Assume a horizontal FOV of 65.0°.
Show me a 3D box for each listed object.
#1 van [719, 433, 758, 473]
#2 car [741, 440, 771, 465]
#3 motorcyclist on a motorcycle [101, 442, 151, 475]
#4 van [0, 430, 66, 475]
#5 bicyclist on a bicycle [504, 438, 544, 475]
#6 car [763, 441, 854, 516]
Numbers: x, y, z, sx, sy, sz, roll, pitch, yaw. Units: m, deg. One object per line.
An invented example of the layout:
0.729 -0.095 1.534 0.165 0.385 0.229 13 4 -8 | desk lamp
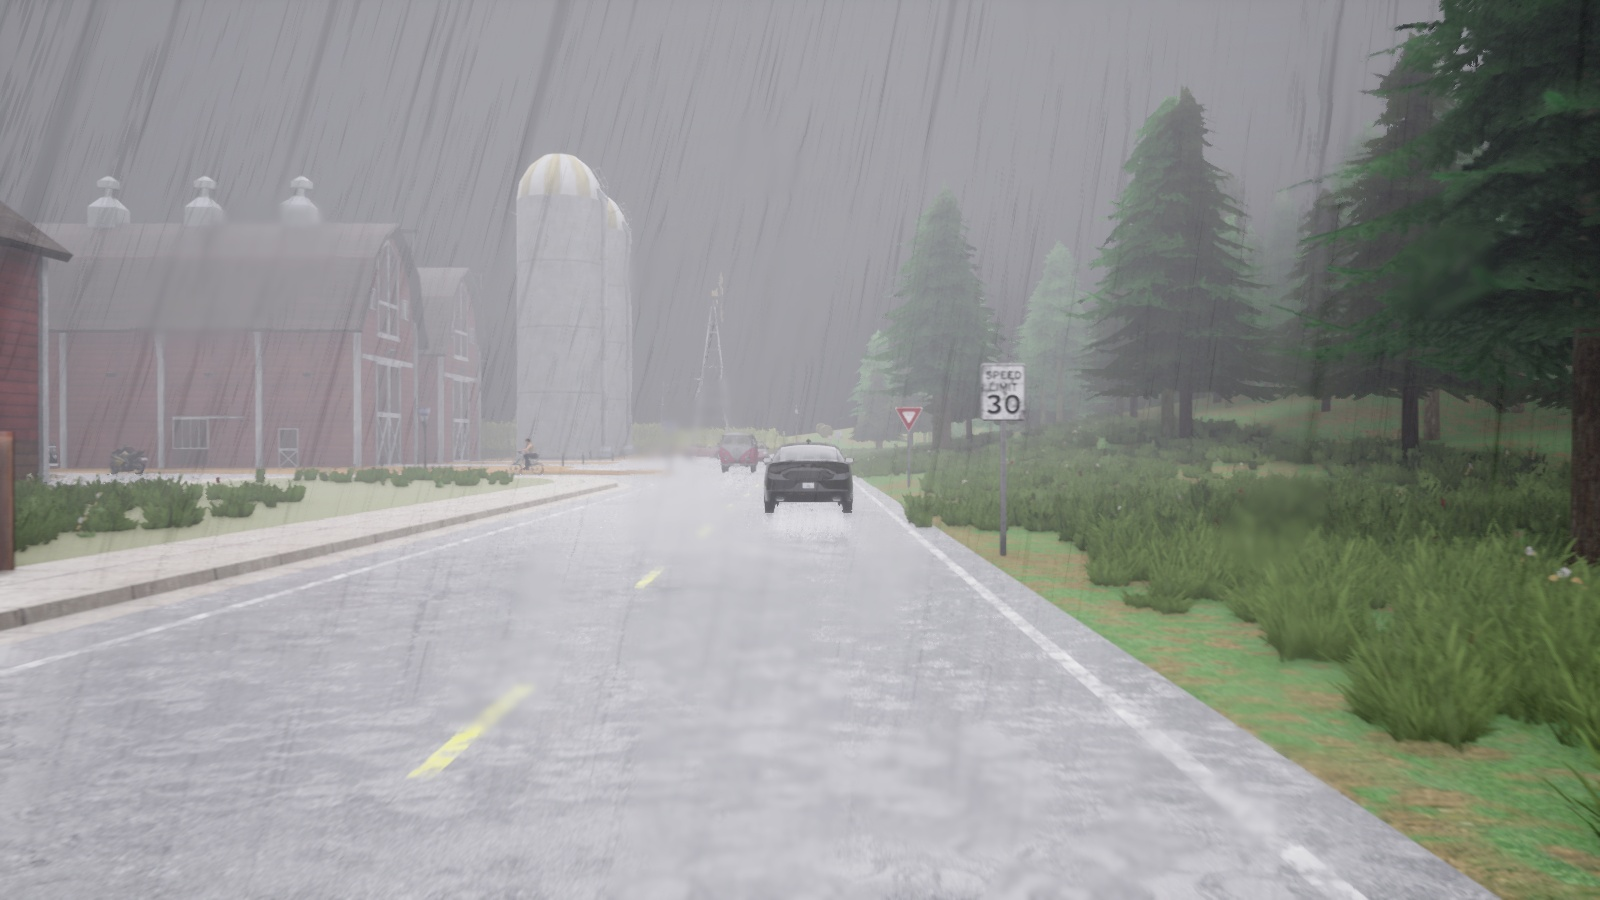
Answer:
-3.096 0.136 63.969 1.775 1.987 4.442 0 0 0 | van
-2.971 0.165 84.604 1.851 1.617 3.988 0 0 0 | car
-32.196 0.406 59.983 2.191 1.530 0.866 0 0 19 | motorcyclist on a motorcycle
-36.374 0.115 57.831 4.480 2.038 2.069 0 0 21 | van
-11.902 0.281 54.247 1.509 1.612 0.866 0 -1 4 | bicyclist on a bicycle
0.187 0.565 28.284 1.882 1.535 5.008 0 0 0 | car
